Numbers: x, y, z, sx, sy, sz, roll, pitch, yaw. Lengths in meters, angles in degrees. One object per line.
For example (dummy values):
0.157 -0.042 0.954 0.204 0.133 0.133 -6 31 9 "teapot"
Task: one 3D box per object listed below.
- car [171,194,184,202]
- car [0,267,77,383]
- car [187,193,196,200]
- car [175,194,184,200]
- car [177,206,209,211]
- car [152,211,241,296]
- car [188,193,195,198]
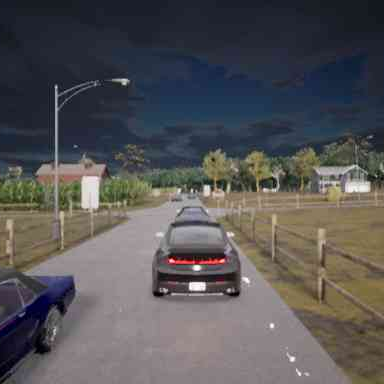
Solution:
-2.900 1.249 63.262 1.994 1.385 4.181 0 0 0 "car"
-2.854 1.589 3.320 1.895 1.301 4.718 0 0 0 "car"
-0.127 1.128 81.653 1.994 1.385 4.181 0 0 0 "car"
-2.873 1.195 78.630 1.895 1.301 4.718 0 0 0 "car"
0.044 1.492 18.838 1.994 1.385 4.181 0 0 -1 "car"
0.086 1.475 8.520 1.837 1.490 4.892 0 0 0 "car"
-0.139 0.901 91.665 2.033 1.411 5.357 0 0 0 "car"
